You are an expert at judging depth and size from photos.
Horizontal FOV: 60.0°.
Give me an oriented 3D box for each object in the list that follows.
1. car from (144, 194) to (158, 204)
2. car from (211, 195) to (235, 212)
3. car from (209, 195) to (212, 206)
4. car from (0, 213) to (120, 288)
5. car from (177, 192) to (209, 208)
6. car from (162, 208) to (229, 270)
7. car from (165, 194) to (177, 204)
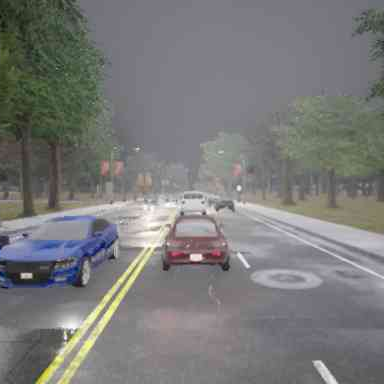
[{"bbox_3d":[-6.488,1.132,52.988,2.128,1.511,4.902,0,0,0],"label":"car"},{"bbox_3d":[3.356,1.238,34.765,1.837,1.490,4.892,0,0,0],"label":"car"},{"bbox_3d":[3.260,1.141,46.101,2.128,1.511,4.902,0,0,0],"label":"car"},{"bbox_3d":[-3.347,1.405,9.227,1.882,1.535,5.008,0,0,0],"label":"car"},{"bbox_3d":[0.105,0.995,29.248,2.150,2.045,5.566,0,0,0],"label":"car"},{"bbox_3d":[0.103,1.443,10.585,1.812,1.442,4.674,0,0,0],"label":"car"},{"bbox_3d":[-3.238,1.039,52.987,2.128,1.511,4.902,0,0,0],"label":"car"}]
